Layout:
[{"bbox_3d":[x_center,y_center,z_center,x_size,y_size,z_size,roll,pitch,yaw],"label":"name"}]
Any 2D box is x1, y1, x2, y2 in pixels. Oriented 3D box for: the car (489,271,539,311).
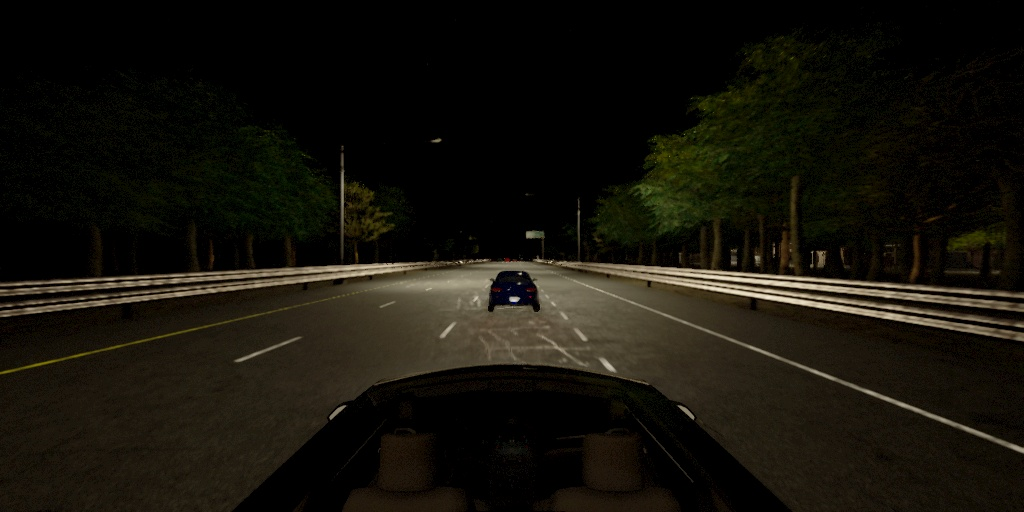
[{"bbox_3d":[0.063,1.310,14.482,1.812,1.442,4.674,0,0,0],"label":"car"}]
